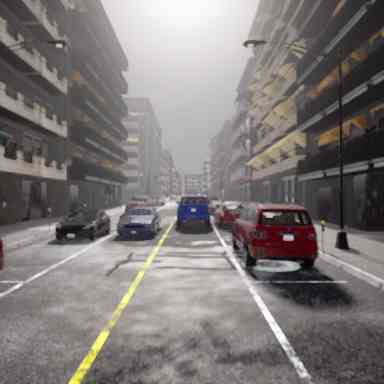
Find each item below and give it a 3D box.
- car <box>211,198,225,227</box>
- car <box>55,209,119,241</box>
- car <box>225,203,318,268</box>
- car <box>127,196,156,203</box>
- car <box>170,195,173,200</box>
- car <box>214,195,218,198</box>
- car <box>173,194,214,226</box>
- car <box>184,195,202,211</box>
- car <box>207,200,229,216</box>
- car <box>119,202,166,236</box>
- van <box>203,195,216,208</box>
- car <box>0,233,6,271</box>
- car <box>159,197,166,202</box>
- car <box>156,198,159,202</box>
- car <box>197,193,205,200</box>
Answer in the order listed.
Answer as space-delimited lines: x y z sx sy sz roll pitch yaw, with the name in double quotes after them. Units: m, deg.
2.545 1.414 22.256 1.967 1.590 4.097 1 0 0 "car"
-5.302 1.543 16.782 1.947 1.339 4.313 1 0 0 "car"
2.552 1.298 11.193 2.192 1.841 5.009 1 0 0 "car"
-5.301 1.287 33.372 2.192 1.841 5.009 1 0 0 "car"
-5.324 1.616 93.577 1.947 1.339 4.313 1 0 0 "car"
2.541 1.294 44.382 2.192 1.841 5.009 1 0 0 "car"
0.095 1.197 23.089 2.150 2.045 5.566 0 0 0 "car"
0.090 1.330 41.856 2.097 1.767 4.553 0 0 0 "car"
2.539 1.554 33.319 1.802 1.307 4.206 1 0 0 "car"
-2.755 1.523 18.401 2.033 1.411 5.357 0 0 0 "car"
2.539 1.326 49.914 1.690 1.788 3.998 1 0 0 "van"
-5.293 1.305 5.719 2.192 1.841 5.009 1 0 0 "car"
-5.315 1.574 55.497 1.802 1.307 4.206 1 0 0 "car"
-5.309 1.519 38.903 1.887 1.381 4.507 1 0 0 "car"
2.560 1.366 93.626 2.192 1.841 5.009 1 0 0 "car"
